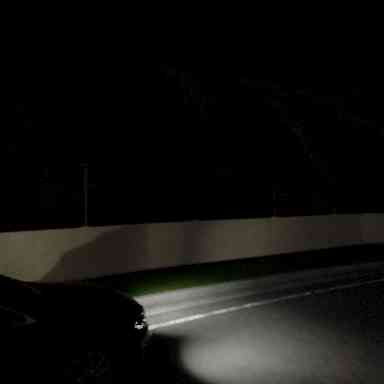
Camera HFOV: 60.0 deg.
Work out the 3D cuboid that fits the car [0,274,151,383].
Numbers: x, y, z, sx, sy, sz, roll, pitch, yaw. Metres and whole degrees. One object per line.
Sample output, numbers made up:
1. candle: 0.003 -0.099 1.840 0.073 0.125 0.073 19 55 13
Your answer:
1. car: -2.763 1.479 3.243 4.892 1.490 1.837 0 0 -35
